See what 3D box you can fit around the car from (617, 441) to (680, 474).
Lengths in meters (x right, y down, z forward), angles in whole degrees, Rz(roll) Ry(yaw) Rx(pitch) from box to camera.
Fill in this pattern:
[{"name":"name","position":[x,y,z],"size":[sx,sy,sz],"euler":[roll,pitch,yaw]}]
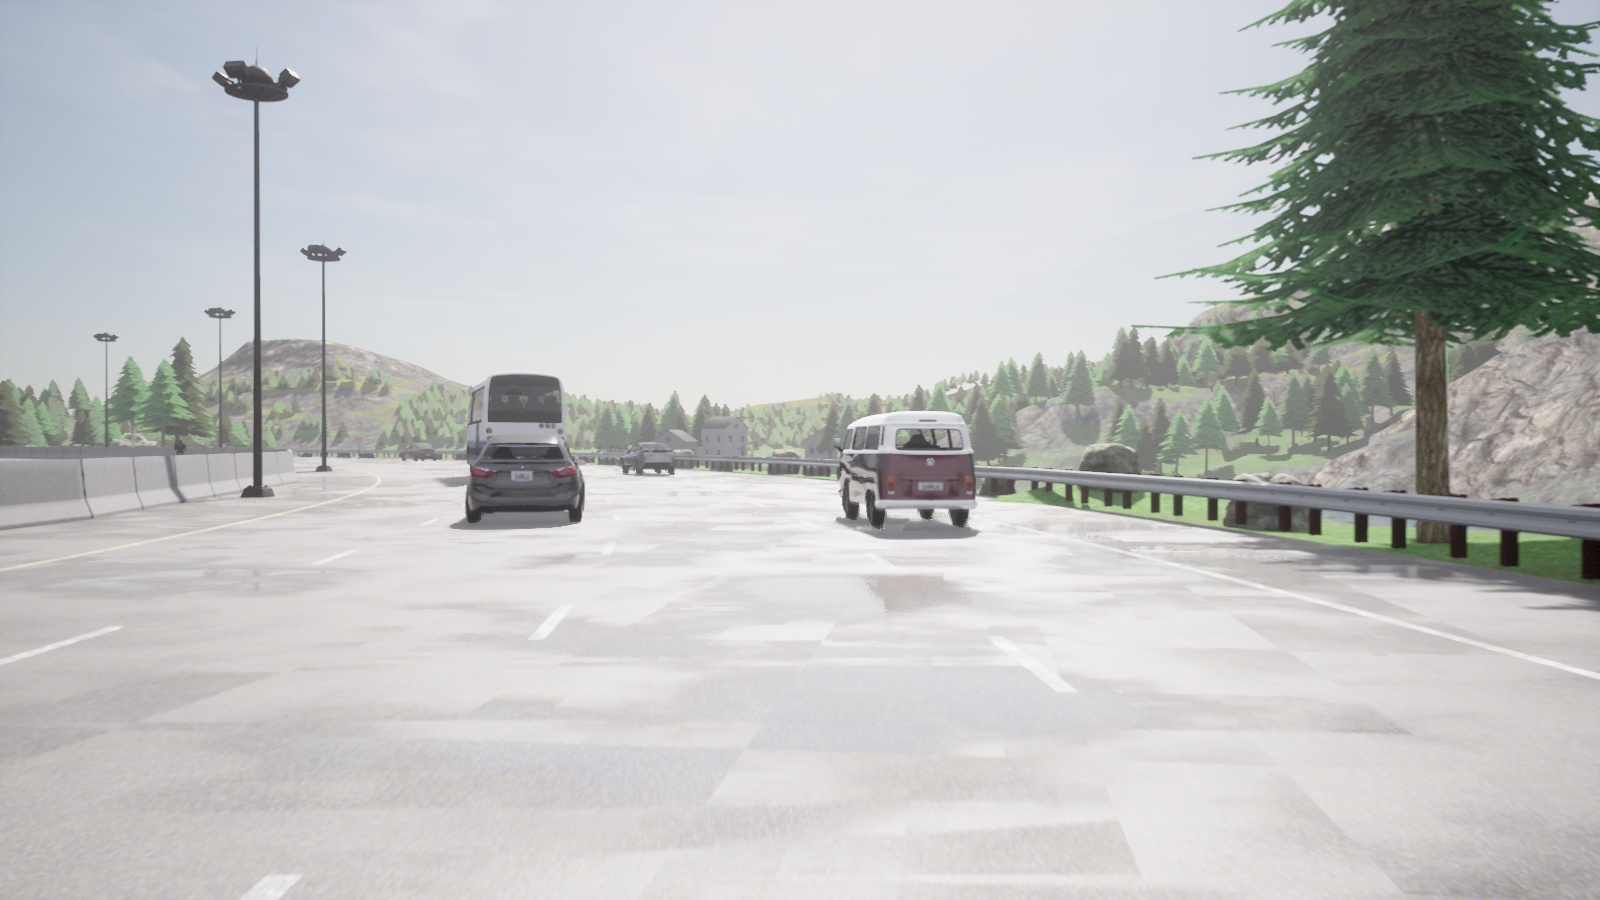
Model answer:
[{"name":"car","position":[-7.328,0.350,60.214],"size":[2.007,1.525,4.514],"euler":[0,0,-20]}]

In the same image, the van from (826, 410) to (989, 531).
[{"name":"van","position":[1.878,0.339,23.454],"size":[2.069,2.038,4.480],"euler":[0,0,-8]}]

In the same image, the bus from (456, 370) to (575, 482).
[{"name":"bus","position":[-12.247,-0.936,53.208],"size":[3.944,4.253,10.273],"euler":[0,0,-18]}]

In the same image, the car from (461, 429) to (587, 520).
[{"name":"car","position":[-5.488,0.444,25.526],"size":[2.242,1.667,4.611],"euler":[0,0,-9]}]
